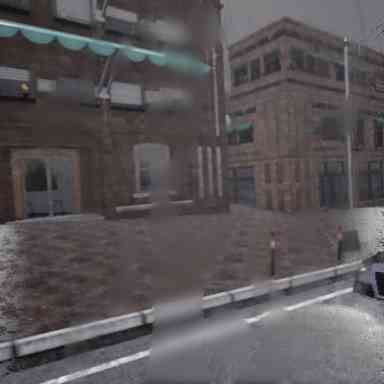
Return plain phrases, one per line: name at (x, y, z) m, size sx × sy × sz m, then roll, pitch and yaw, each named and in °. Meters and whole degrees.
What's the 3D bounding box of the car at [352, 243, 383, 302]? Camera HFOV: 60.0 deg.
car at (5.360, 1.588, 7.232) m, size 4.181 × 1.385 × 1.994 m, roll 0°, pitch 0°, yaw -36°
